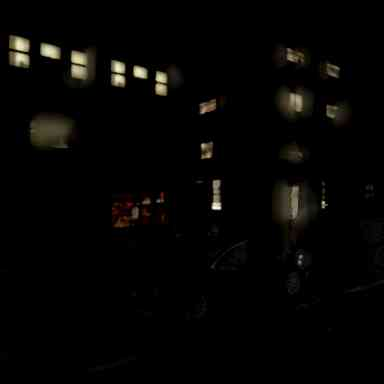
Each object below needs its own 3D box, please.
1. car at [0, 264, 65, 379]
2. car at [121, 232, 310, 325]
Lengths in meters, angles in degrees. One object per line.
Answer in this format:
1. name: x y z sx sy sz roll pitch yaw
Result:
1. car: -3.815 1.544 3.841 4.403 1.369 2.008 0 0 -35
2. car: 0.682 1.583 7.050 4.403 1.369 2.008 0 -1 -35
